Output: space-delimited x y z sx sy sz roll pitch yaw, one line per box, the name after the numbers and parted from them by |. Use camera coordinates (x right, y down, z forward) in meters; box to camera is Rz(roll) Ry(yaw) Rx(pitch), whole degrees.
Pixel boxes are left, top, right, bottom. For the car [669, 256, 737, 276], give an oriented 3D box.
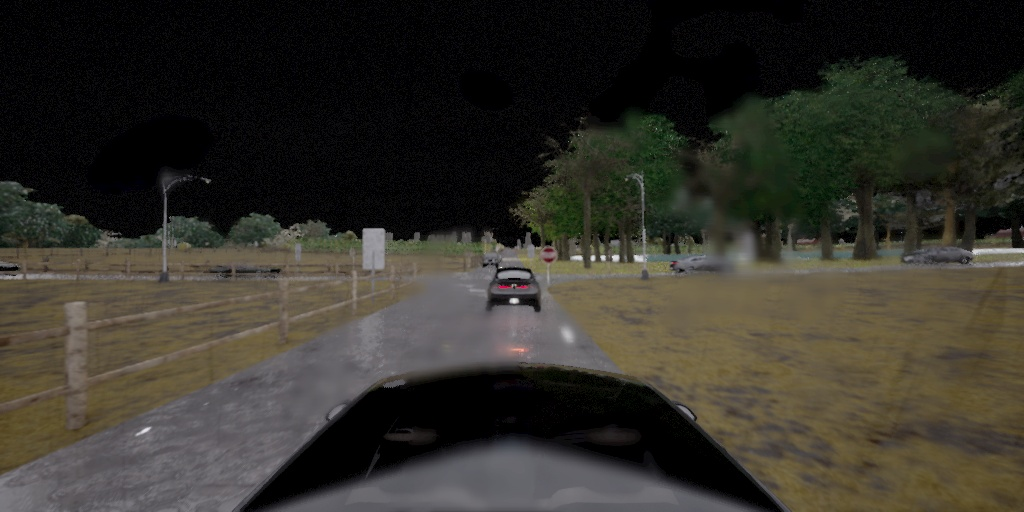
14.951 0.736 28.182 4.902 1.511 2.128 -1 -1 0 | car

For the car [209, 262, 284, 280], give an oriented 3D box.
-20.632 1.151 28.031 4.718 1.301 1.895 0 -1 0 | car

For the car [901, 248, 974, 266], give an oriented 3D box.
36.849 0.071 31.148 4.902 1.511 2.128 -2 -1 0 | car

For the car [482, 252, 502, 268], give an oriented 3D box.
-2.818 0.528 49.135 2.150 2.045 5.566 0 1 1 | car

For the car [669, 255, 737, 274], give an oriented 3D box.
16.472 0.747 31.094 4.892 1.490 1.837 -2 -1 0 | car

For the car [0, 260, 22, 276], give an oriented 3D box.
-41.565 0.711 27.995 4.553 1.767 2.097 1 -1 0 | car

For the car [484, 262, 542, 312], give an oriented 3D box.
0.080 1.162 13.761 1.837 1.490 4.892 0 0 0 | car
